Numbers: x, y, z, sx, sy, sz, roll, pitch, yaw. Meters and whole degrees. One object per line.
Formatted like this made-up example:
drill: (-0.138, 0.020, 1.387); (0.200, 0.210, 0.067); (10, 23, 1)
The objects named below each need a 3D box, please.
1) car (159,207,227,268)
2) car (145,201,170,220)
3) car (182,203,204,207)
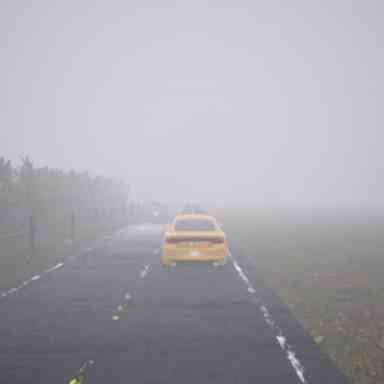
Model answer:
car: (0.085, 1.509, 11.414); (1.882, 1.535, 5.008); (0, 0, 0)
car: (-2.859, 1.574, 28.655); (2.128, 1.511, 4.902); (0, 0, 0)
car: (0.083, 1.647, 28.739); (1.994, 1.385, 4.181); (0, 0, 0)
